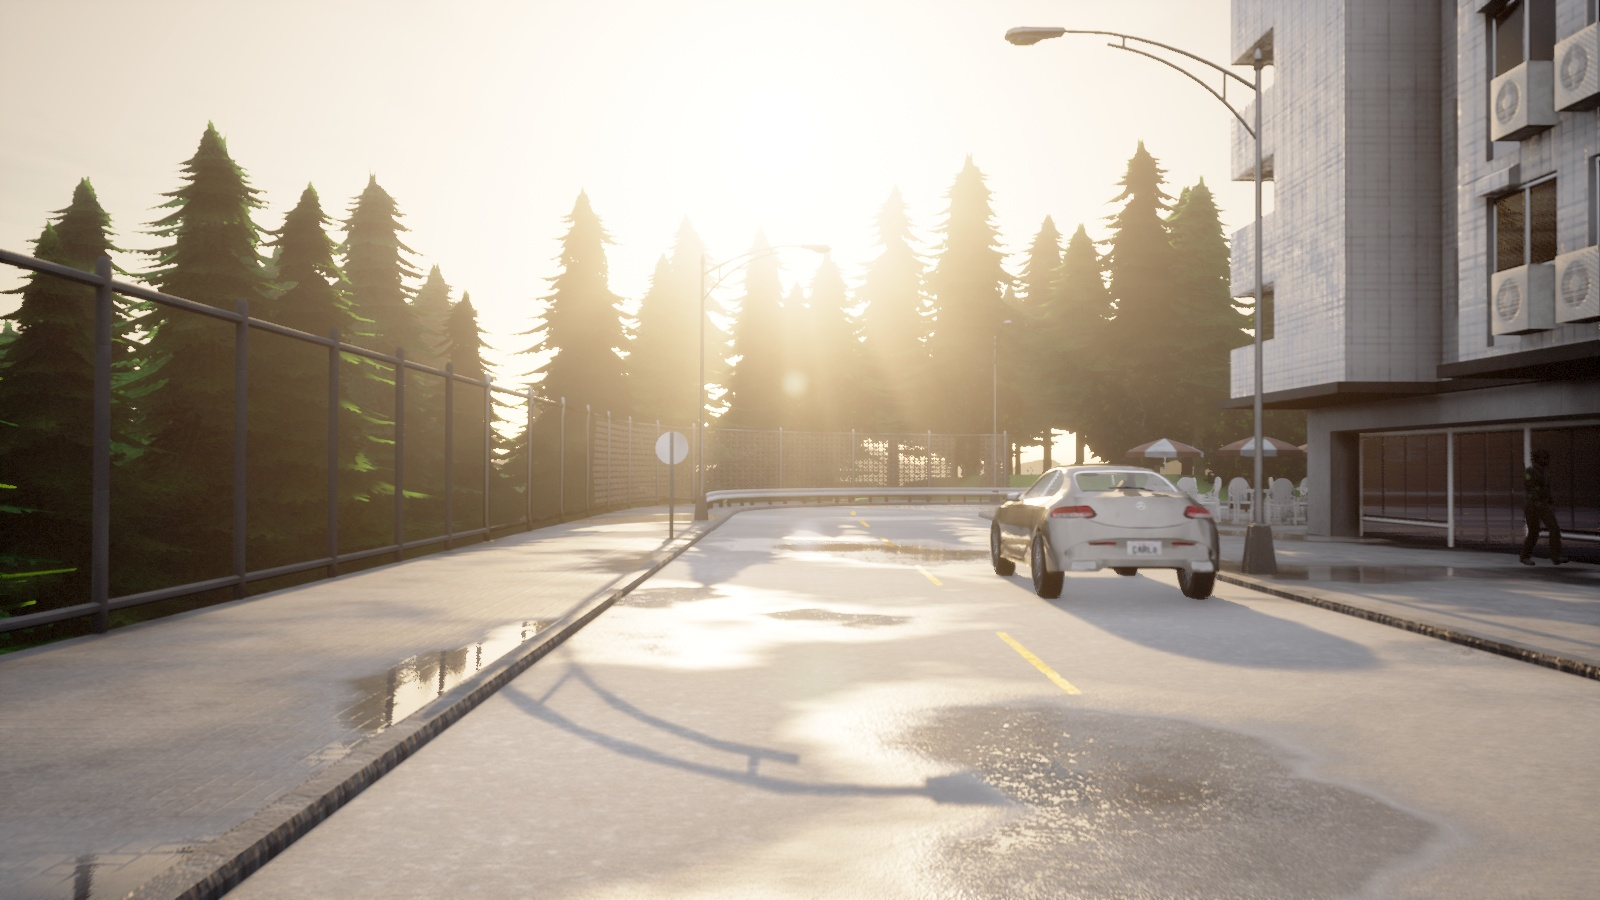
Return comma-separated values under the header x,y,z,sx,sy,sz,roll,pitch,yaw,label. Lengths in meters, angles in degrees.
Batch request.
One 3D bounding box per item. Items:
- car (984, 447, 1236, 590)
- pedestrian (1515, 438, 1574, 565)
x,y,z,sx,sy,sz,roll,pitch,yaw,label
3.950,0.828,17.014,2.152,1.651,5.027,0,-1,0,car
11.483,0.781,19.383,0.395,1.930,0.692,0,-1,-14,pedestrian
